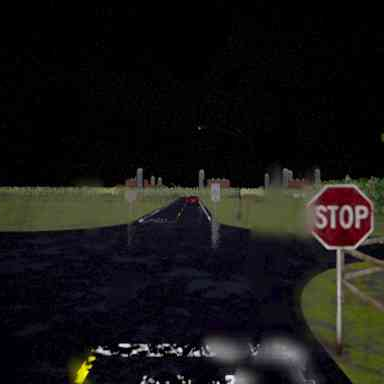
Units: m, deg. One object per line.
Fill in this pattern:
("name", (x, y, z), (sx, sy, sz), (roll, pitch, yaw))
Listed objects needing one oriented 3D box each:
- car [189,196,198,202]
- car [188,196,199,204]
("car", (0.254, 1.433, 70.511), (1.895, 1.301, 4.718), (0, 0, 0))
("car", (0.216, 1.424, 60.061), (1.882, 1.535, 5.008), (0, 0, 0))
